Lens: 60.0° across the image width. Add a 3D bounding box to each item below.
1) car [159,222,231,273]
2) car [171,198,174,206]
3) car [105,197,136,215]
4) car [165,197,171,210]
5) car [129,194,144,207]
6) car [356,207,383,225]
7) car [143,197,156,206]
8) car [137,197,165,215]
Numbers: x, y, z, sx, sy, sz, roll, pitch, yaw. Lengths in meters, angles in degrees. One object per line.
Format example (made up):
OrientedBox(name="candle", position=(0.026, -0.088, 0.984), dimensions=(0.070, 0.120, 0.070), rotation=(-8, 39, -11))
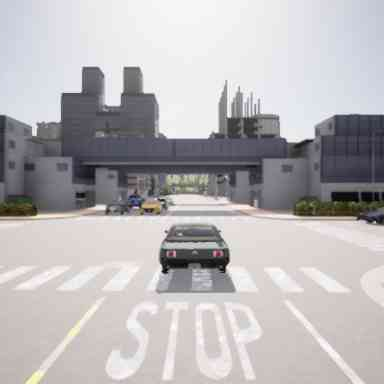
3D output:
OrientedBox(name="car", position=(0.034, 1.635, 10.805), dimensions=(1.895, 1.301, 4.718), rotation=(0, 0, -1))
OrientedBox(name="car", position=(-4.210, 1.651, 58.629), dimensions=(1.812, 1.442, 4.674), rotation=(0, 0, 0))
OrientedBox(name="car", position=(-7.796, 1.574, 35.325), dimensions=(2.128, 1.511, 4.902), rotation=(0, 0, 2))
OrientedBox(name="car", position=(-4.251, 1.607, 45.389), dimensions=(1.837, 1.490, 4.892), rotation=(0, 0, 0))
OrientedBox(name="car", position=(-7.748, 1.325, 46.037), dimensions=(2.150, 2.045, 5.566), rotation=(0, 0, 0))
OrientedBox(name="car", position=(14.979, 1.610, 24.179), dimensions=(5.357, 1.411, 2.033), rotation=(0, 0, 2))
OrientedBox(name="car", position=(-7.687, 1.656, 60.731), dimensions=(1.812, 1.442, 4.674), rotation=(0, 0, 0))
OrientedBox(name="car", position=(-4.252, 1.560, 35.298), dimensions=(1.882, 1.535, 5.008), rotation=(0, 0, 0))
